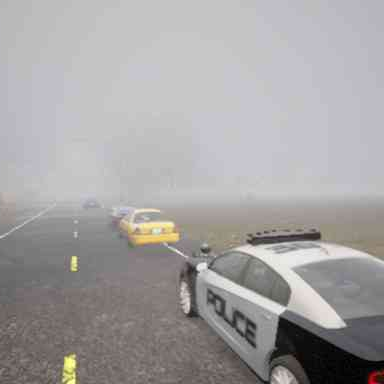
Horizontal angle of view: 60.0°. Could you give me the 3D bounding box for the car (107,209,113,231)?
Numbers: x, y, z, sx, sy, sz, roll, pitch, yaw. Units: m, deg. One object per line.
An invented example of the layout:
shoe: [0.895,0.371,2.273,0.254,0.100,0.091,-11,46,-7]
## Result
car: [-3.975,1.429,19.730,1.812,1.442,4.674,-1,1,-19]

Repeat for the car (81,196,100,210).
car: [-12.404,1.433,41.038,1.994,1.385,4.181,-1,1,-18]

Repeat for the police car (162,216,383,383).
police car: [1.217,1.354,4.711,1.930,1.638,5.238,-1,1,-19]

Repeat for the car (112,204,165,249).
car: [-2.077,1.369,14.238,1.801,1.575,5.366,-1,1,-19]

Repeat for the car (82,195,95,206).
car: [-16.600,1.338,53.061,1.837,1.490,4.892,-1,1,-19]
